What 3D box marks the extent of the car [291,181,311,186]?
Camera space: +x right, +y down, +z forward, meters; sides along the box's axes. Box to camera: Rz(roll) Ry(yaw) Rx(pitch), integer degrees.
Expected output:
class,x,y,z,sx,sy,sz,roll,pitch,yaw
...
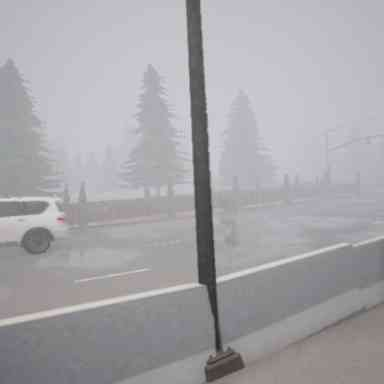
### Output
class,x,y,z,sx,sy,sz,roll,pitch,yaw
car,19.053,-1.109,56.784,1.812,1.442,4.674,-4,3,-35

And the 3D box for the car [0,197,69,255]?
class,x,y,z,sx,sy,sz,roll,pitch,yaw
car,-7.284,1.219,11.693,5.566,2.045,2.150,-1,0,-35
